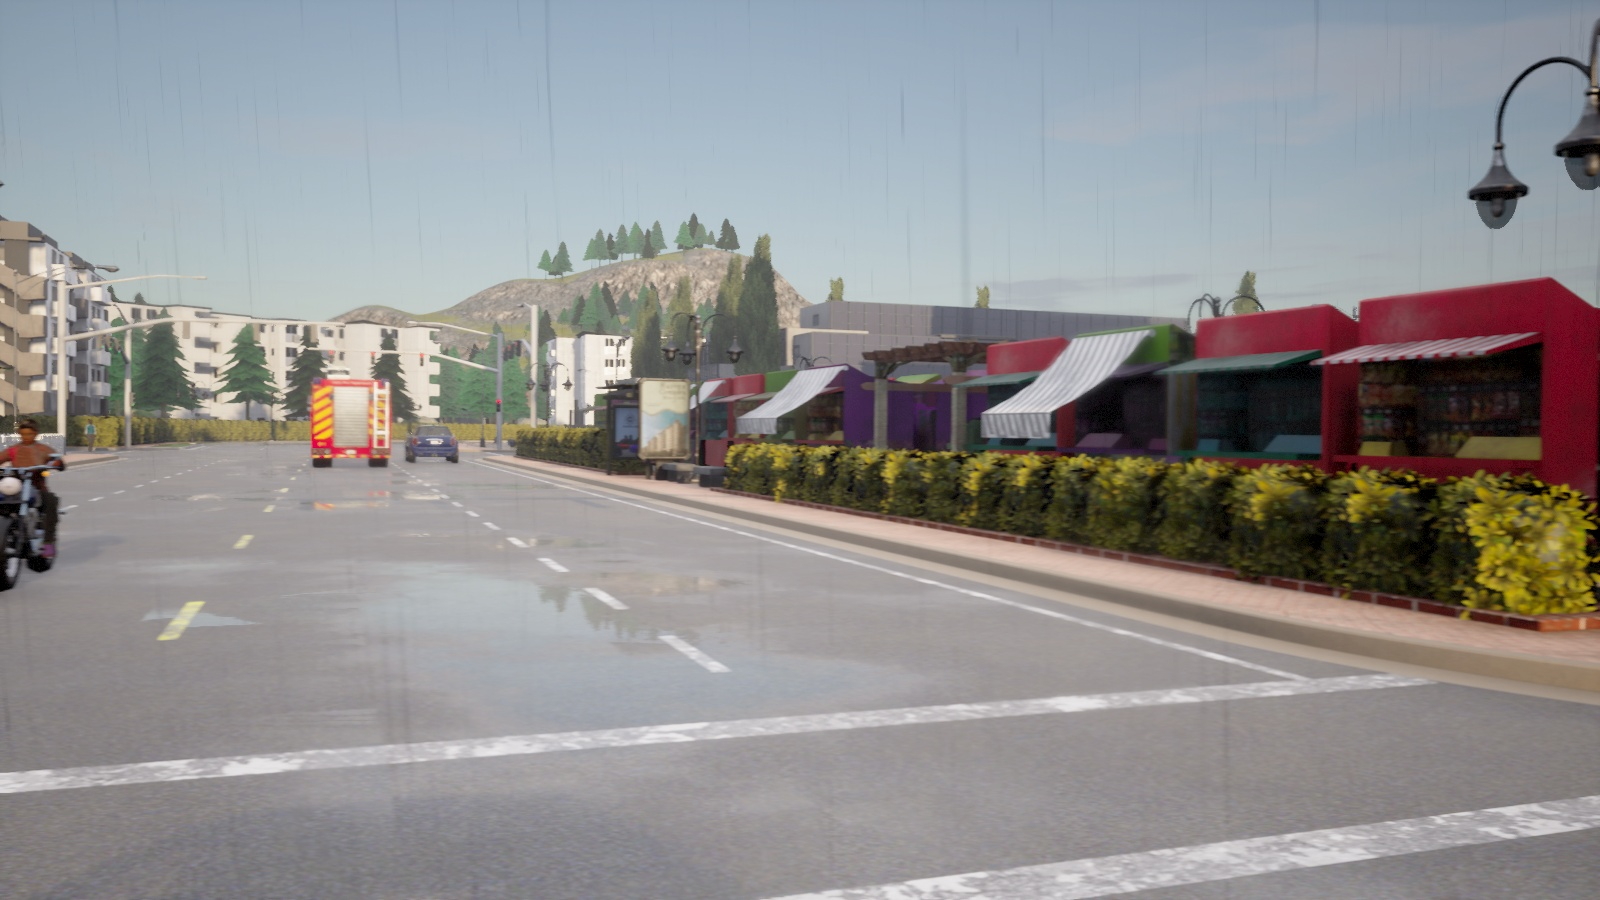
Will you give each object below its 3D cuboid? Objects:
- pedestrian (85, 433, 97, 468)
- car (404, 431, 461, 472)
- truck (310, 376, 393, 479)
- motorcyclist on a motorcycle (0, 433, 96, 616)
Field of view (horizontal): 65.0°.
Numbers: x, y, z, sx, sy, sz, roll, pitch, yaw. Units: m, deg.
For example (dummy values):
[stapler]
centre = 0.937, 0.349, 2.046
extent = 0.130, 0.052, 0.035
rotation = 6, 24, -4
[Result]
[pedestrian]
centre = -38.786, 0.018, 68.691
extent = 0.396, 1.930, 0.692
rotation = -1, 1, -45
[car]
centre = -16.636, 0.026, 56.726
extent = 2.097, 1.767, 4.553
rotation = -1, 1, -20
[truck]
centre = -18.181, -0.894, 50.792
extent = 2.891, 3.827, 8.468
rotation = -1, 1, -20
[motorcyclist on a motorcycle]
centre = -7.651, 0.666, 12.464
extent = 0.766, 1.649, 2.350
rotation = -1, 1, -20
